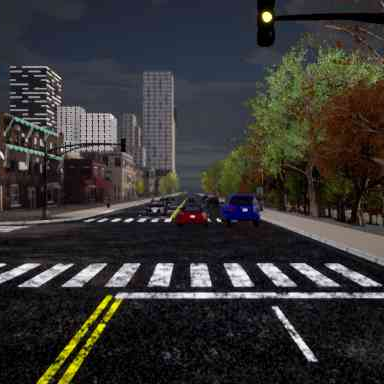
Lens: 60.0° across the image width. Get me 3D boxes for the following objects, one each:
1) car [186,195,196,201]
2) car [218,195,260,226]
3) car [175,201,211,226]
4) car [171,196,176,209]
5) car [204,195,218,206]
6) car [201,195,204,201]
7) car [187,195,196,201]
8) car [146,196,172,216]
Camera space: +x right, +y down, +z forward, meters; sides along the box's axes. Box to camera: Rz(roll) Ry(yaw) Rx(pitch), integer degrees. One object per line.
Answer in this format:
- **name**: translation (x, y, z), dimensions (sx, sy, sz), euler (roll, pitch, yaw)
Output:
- **car**: translation (-0.154, 1.520, 63.780), dimensions (2.033, 1.411, 5.357), euler (0, 0, 0)
- **car**: translation (3.294, 1.214, 23.365), dimensions (2.150, 2.045, 5.566), euler (0, 0, 0)
- **car**: translation (0.044, 1.556, 23.472), dimensions (1.994, 1.385, 4.181), euler (0, 0, 0)
- **car**: translation (-3.440, 1.487, 43.041), dimensions (1.837, 1.490, 4.892), euler (0, 0, 0)
- **car**: translation (3.230, 1.456, 50.929), dimensions (1.882, 1.535, 5.008), euler (0, 0, 0)
- **car**: translation (3.077, 1.466, 74.441), dimensions (1.837, 1.490, 4.892), euler (0, 0, 0)
- **car**: translation (-0.178, 1.351, 74.200), dimensions (1.994, 1.385, 4.181), euler (0, 0, 0)
- **car**: translation (-3.422, 1.479, 32.991), dimensions (2.128, 1.511, 4.902), euler (0, 0, 0)
